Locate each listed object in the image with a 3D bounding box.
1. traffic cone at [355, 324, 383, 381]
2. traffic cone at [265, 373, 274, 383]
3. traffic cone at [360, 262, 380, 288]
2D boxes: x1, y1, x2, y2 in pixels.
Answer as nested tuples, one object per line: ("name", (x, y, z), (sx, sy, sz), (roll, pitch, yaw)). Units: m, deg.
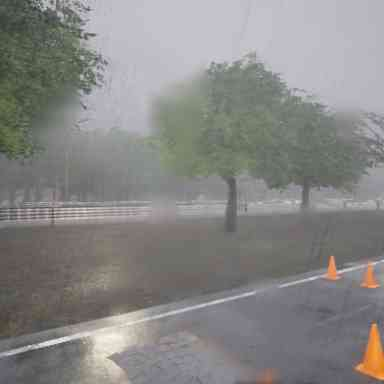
("traffic cone", (2.333, 1.989, 4.245), (0.340, 0.580, 0.340), (0, 0, -36))
("traffic cone", (0.714, 1.977, 3.072), (0.340, 0.580, 0.340), (0, 0, -36))
("traffic cone", (4.398, 2.019, 8.213), (0.340, 0.580, 0.340), (0, 0, -36))
